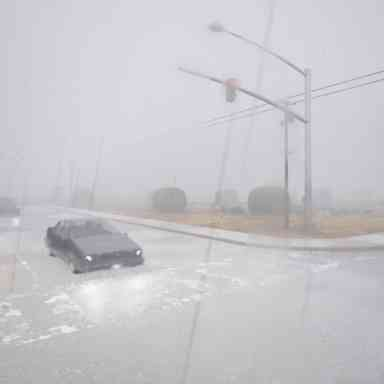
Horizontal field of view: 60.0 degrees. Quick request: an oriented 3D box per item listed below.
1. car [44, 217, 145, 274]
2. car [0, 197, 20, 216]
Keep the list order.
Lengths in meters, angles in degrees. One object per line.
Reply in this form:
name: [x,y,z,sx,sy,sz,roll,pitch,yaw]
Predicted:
car: [-3.492,1.576,10.972,2.033,1.411,5.357,0,0,-35]
car: [-17.656,1.313,31.427,2.097,1.767,4.553,0,0,-35]
